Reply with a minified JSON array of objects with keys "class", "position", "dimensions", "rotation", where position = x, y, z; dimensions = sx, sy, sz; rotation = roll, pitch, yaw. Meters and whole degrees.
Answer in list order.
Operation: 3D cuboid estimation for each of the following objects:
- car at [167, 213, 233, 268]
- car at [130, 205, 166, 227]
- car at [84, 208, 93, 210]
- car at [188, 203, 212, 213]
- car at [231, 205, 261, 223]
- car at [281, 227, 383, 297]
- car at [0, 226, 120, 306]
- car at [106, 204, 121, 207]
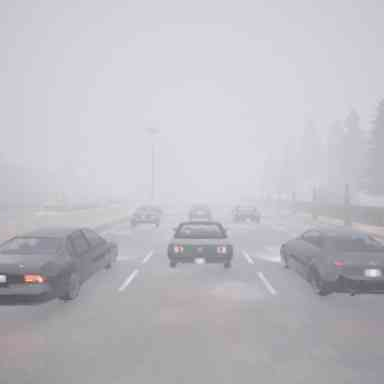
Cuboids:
[{"class":"car","position":[0.286,1.641,11.507],"dimensions":[1.895,1.301,4.718],"rotation":[0,0,2]},{"class":"car","position":[-2.963,1.612,23.270],"dimensions":[2.033,1.411,5.357],"rotation":[0,0,2]},{"class":"car","position":[-13.192,1.602,41.528],"dimensions":[1.812,1.442,4.674],"rotation":[0,0,1]},{"class":"car","position":[0.689,1.664,28.768],"dimensions":[1.994,1.385,4.181],"rotation":[0,0,1]},{"class":"car","position":[4.126,1.710,26.344],"dimensions":[1.895,1.301,4.718],"rotation":[0,0,2]},{"class":"car","position":[3.714,1.612,8.731],"dimensions":[1.994,1.385,4.181],"rotation":[0,0,2]},{"class":"car","position":[-3.300,1.560,8.297],"dimensions":[2.033,1.411,5.357],"rotation":[0,0,2]},{"class":"car","position":[-9.712,1.691,40.815],"dimensions":[1.895,1.301,4.718],"rotation":[0,0,1]}]
